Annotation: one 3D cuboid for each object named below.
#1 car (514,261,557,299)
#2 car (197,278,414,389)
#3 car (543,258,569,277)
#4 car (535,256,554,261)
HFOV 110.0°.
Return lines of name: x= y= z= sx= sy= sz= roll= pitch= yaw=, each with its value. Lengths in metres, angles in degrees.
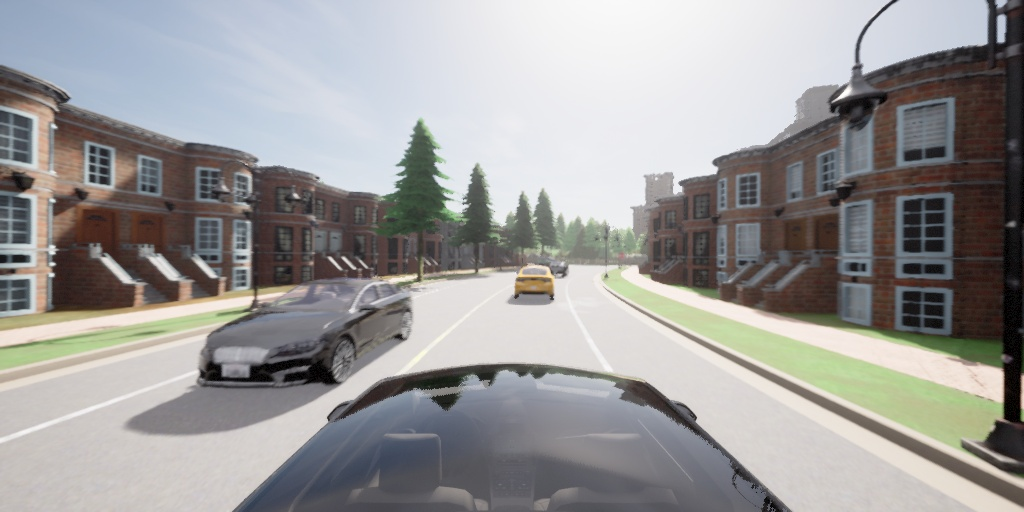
car: x=1.227 y=1.248 z=18.431 sx=1.882 sy=1.535 sz=5.008 roll=0 pitch=0 yaw=7
car: x=-3.416 y=1.210 z=7.039 sx=2.128 sy=1.511 sz=4.902 roll=1 pitch=0 yaw=3
car: x=4.798 y=1.307 z=36.982 sx=2.128 sy=1.511 sz=4.902 roll=1 pitch=0 yaw=14
car: x=4.518 y=1.038 z=48.628 sx=2.150 sy=2.045 sz=5.566 roll=1 pitch=0 yaw=19
